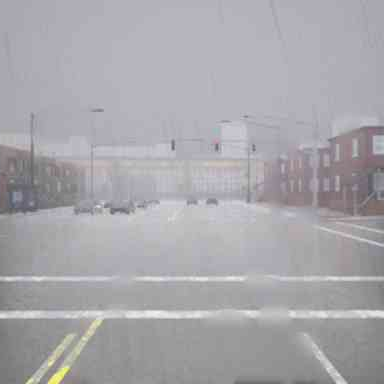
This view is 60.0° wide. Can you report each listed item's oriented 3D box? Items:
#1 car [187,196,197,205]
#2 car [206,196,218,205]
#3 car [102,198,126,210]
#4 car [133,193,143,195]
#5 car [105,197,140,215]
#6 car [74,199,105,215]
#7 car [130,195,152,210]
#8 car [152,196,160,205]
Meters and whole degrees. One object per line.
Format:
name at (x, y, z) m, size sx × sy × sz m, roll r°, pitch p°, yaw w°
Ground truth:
car at (0.006, 1.513, 58.915) m, size 2.128 × 1.511 × 4.902 m, roll 0°, pitch 0°, yaw 0°
car at (3.506, 1.527, 58.919) m, size 1.837 × 1.490 × 4.892 m, roll 0°, pitch 0°, yaw 0°
car at (-10.583, 1.563, 45.434) m, size 2.033 × 1.411 × 5.357 m, roll 0°, pitch 0°, yaw 0°
car at (-10.494, 1.284, 64.066) m, size 2.150 × 2.045 × 5.566 m, roll 0°, pitch 0°, yaw 0°
car at (-7.088, 1.560, 34.529) m, size 2.033 × 1.411 × 5.357 m, roll 0°, pitch 0°, yaw 0°
car at (-10.584, 1.517, 34.191) m, size 1.837 × 1.490 × 4.892 m, roll 0°, pitch 0°, yaw 0°
car at (-7.078, 1.508, 44.510) m, size 2.128 × 1.511 × 4.902 m, roll 0°, pitch 0°, yaw 0°
car at (-7.024, 1.529, 60.863) m, size 1.837 × 1.490 × 4.892 m, roll 0°, pitch -1°, yaw 0°
